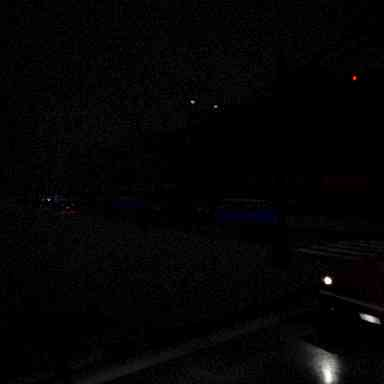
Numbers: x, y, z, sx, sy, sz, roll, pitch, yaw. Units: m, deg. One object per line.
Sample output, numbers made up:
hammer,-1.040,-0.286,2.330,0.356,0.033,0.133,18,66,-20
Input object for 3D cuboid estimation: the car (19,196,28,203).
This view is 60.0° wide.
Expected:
car,-38.453,1.610,77.676,1.967,1.590,4.097,-1,0,-36

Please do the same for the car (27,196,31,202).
car,-32.155,1.661,68.925,1.752,1.417,4.829,-1,0,-36

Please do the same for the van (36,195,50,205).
van,-28.860,1.459,64.342,1.690,1.788,3.998,-1,0,-36

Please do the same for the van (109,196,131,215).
van,-6.475,1.337,33.230,1.690,1.788,3.998,-1,0,-36

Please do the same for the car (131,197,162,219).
car,-3.276,1.420,28.786,1.967,1.590,4.097,-1,0,-36

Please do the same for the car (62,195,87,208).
car,-16.069,1.363,46.563,2.192,1.841,5.009,-1,0,-36

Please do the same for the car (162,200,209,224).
car,-0.078,1.404,24.341,1.967,1.590,4.097,-1,0,-36

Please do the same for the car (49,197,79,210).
car,-16.586,1.653,42.860,1.895,1.301,4.718,0,0,-35

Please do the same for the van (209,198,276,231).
van,3.119,1.290,19.897,1.690,1.788,3.998,-1,0,-36

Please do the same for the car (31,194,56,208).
car,-22.667,1.307,51.223,2.150,2.045,5.566,0,0,-36

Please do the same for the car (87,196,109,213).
car,-9.673,1.328,37.672,2.192,1.841,5.009,-1,0,-36

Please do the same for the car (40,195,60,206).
car,-25.662,1.415,59.897,2.192,1.841,5.009,-1,0,-36

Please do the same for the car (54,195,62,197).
car,-19.265,1.616,51.009,2.008,1.369,4.403,-1,0,-36

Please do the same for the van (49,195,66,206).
van,-22.464,1.424,55.452,1.690,1.788,3.998,-1,0,-36

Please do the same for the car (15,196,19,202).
car,-41.749,1.713,82.259,1.752,1.417,4.829,-1,0,-36

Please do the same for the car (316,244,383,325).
car,4.441,1.560,6.234,4.718,1.301,1.895,0,0,-35
